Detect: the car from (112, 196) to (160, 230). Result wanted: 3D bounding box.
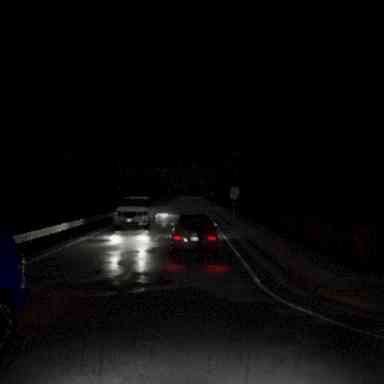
[{"bbox_3d":[-3.615,1.286,21.872,2.150,2.045,5.566,1,0,0],"label":"car"}]

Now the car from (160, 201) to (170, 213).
[{"bbox_3d":[-3.574,1.654,37.241,1.994,1.385,4.181,1,0,0],"label":"car"}]

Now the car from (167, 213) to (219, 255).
[{"bbox_3d":[0.085,1.643,13.765,2.033,1.411,5.357,1,0,0],"label":"car"}]

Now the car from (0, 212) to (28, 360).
[{"bbox_3d":[-3.602,1.234,2.883,2.150,2.045,5.566,0,0,0],"label":"car"}]
